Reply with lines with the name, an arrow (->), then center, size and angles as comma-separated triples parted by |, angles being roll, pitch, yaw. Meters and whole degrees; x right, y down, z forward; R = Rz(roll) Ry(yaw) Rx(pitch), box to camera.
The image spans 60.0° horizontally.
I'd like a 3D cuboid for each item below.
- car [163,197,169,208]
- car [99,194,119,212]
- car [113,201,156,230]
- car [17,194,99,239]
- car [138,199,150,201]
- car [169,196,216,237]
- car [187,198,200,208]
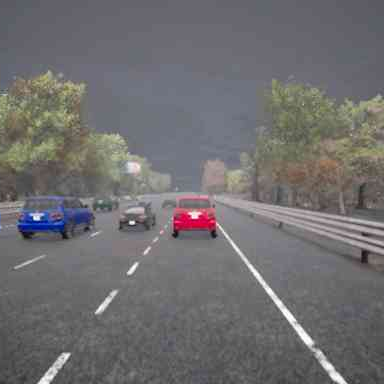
car -> -3.280, 1.550, 49.216 | 1.837, 1.490, 4.892 | 0, 0, 0
car -> -10.303, 1.256, 40.019 | 2.150, 2.045, 5.566 | 0, 0, 0
car -> -3.356, 1.542, 20.944 | 1.812, 1.442, 4.674 | 0, 0, 0
car -> -6.865, 1.235, 17.395 | 2.150, 2.045, 5.566 | 0, 0, 0
car -> -6.785, 1.642, 47.462 | 1.895, 1.301, 4.718 | 0, 0, 0
car -> 0.136, 1.238, 18.314 | 2.150, 2.045, 5.566 | 0, 0, 0
car -> 0.226, 1.610, 50.887 | 1.994, 1.385, 4.181 | 0, 0, 0
